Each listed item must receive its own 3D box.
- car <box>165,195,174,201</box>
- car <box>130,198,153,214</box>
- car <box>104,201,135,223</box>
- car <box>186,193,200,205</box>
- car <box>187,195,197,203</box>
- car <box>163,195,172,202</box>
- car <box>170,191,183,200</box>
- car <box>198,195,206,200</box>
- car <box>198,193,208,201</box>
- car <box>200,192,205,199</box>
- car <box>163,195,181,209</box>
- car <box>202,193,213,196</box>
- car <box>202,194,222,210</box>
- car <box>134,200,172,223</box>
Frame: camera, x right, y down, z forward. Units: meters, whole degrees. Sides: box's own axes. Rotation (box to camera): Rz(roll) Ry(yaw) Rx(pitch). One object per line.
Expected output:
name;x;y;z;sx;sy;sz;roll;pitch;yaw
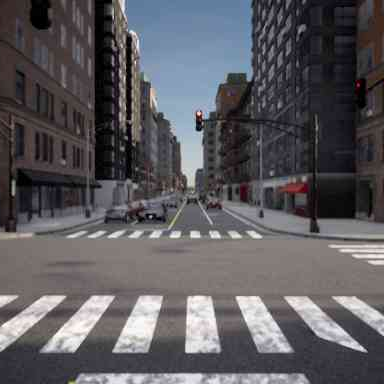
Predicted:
car;-5.397;1.426;79.610;1.802;1.307;4.206;0;0;0
car;-5.392;1.461;35.810;1.752;1.417;4.829;0;0;0
car;-5.391;1.507;25.072;2.008;1.369;4.403;0;0;0
car;0.045;1.399;55.200;1.837;1.490;4.892;0;0;0
car;-0.008;1.351;64.689;1.882;1.535;5.008;0;0;0
car;-5.396;1.379;73.987;1.752;1.417;4.829;0;0;0
car;-2.758;0.827;59.634;2.150;2.045;5.566;0;0;0
car;2.627;1.403;85.062;1.947;1.339;4.313;0;0;0
car;2.626;1.159;79.608;2.192;1.841;5.009;0;0;0
car;2.973;1.107;62.143;2.150;2.045;5.566;0;0;0
car;-2.848;1.484;43.222;1.994;1.385;4.181;0;0;0
car;3.013;1.398;55.114;1.837;1.490;4.892;0;0;0
car;2.633;1.364;41.428;1.967;1.590;4.097;0;0;0
car;-2.852;1.519;25.040;1.994;1.385;4.181;0;0;0
